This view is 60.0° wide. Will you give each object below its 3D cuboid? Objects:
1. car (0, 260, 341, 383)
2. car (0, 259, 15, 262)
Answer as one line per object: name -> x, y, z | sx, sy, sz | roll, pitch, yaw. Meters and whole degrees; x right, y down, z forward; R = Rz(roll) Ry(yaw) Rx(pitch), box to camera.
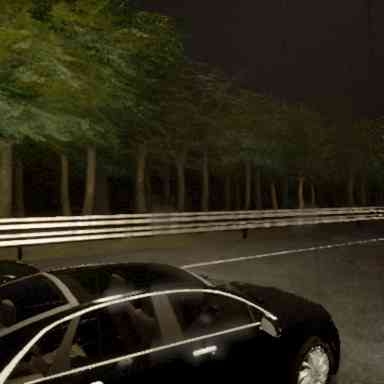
car -> -0.430, 1.510, 3.397 | 4.892, 1.490, 1.837 | 0, 0, -35
car -> -4.657, 1.469, 4.691 | 4.902, 1.511, 2.128 | 1, 0, -36
